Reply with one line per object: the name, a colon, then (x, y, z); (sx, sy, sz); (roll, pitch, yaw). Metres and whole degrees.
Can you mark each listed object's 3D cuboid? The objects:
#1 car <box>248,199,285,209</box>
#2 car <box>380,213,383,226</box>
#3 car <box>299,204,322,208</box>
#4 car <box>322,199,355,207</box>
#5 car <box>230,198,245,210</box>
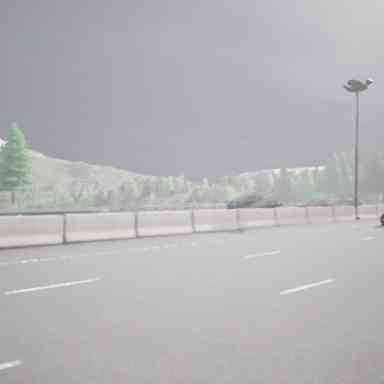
car: (9.329, 1.618, 40.715); (4.892, 1.490, 1.837); (0, 0, -35)
car: (14.792, 1.652, 22.897); (4.181, 1.385, 1.994); (0, 0, -35)
car: (15.429, 1.697, 40.753); (5.357, 1.411, 2.033); (1, 0, -35)
car: (17.398, 1.500, 37.858); (4.553, 1.767, 2.097); (1, 0, -35)
car: (7.192, 1.333, 43.489); (5.566, 2.045, 2.150); (0, 0, -35)
